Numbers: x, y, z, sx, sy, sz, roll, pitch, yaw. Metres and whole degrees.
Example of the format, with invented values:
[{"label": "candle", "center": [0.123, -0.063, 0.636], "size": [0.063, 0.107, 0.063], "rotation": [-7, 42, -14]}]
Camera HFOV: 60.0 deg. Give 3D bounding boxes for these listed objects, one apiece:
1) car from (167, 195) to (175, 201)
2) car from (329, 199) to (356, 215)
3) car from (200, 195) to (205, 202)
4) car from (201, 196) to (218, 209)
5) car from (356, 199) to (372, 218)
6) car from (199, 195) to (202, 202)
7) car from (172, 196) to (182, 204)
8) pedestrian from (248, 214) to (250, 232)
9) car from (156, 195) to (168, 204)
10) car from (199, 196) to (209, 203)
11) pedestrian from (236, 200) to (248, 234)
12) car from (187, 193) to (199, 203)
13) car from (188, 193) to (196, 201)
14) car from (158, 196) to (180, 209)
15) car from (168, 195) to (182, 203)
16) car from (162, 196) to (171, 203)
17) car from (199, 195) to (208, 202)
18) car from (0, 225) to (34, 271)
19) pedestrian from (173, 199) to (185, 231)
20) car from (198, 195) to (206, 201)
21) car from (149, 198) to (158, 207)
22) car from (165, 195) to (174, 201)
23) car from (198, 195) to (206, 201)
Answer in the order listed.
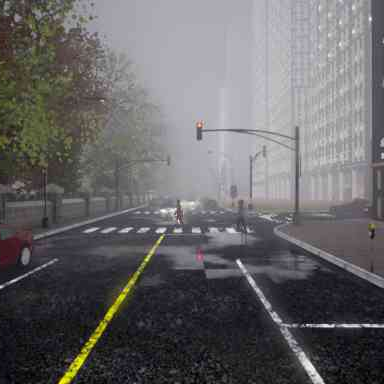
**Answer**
[{"label": "car", "center": [-5.711, 1.636, 91.651], "size": [1.887, 1.381, 4.507], "rotation": [0, 0, 0]}, {"label": "car", "center": [14.599, 1.308, 29.806], "size": [4.181, 1.385, 1.994], "rotation": [-1, 0, 0]}, {"label": "car", "center": [2.679, 1.597, 52.226], "size": [1.947, 1.339, 4.313], "rotation": [0, 0, 0]}, {"label": "car", "center": [2.680, 1.592, 46.594], "size": [1.947, 1.339, 4.313], "rotation": [0, 0, 0]}, {"label": "car", "center": [14.668, 1.282, 24.005], "size": [4.313, 1.339, 1.947], "rotation": [-1, 1, 0]}, {"label": "car", "center": [2.678, 1.604, 57.859], "size": [1.947, 1.339, 4.313], "rotation": [0, 0, 0]}, {"label": "car", "center": [-3.029, 1.577, 68.158], "size": [1.812, 1.442, 4.674], "rotation": [0, 0, 0]}, {"label": "pedestrian", "center": [2.873, 1.299, 18.550], "size": [0.375, 1.860, 0.375], "rotation": [0, 0, 0]}, {"label": "car", "center": [-5.703, 1.485, 63.490], "size": [1.967, 1.590, 4.097], "rotation": [0, 0, 0]}, {"label": "car", "center": [2.675, 1.606, 74.757], "size": [1.887, 1.381, 4.507], "rotation": [0, 0, 0]}, {"label": "pedestrian", "center": [2.662, 1.299, 17.894], "size": [0.375, 1.860, 0.375], "rotation": [0, 0, 0]}, {"label": "car", "center": [-0.017, 1.590, 73.463], "size": [2.033, 1.411, 5.357], "rotation": [0, 0, 0]}, {"label": "car", "center": [-0.020, 1.177, 83.910], "size": [2.150, 2.045, 5.566], "rotation": [0, 0, 0]}, {"label": "car", "center": [-3.100, 1.589, 44.954], "size": [1.994, 1.385, 4.181], "rotation": [0, 0, 0]}, {"label": "car", "center": [-3.098, 1.526, 55.168], "size": [2.128, 1.511, 4.902], "rotation": [0, 0, 0]}, {"label": "car", "center": [-5.706, 1.586, 74.585], "size": [1.752, 1.417, 4.829], "rotation": [0, 0, 0]}, {"label": "car", "center": [2.673, 1.511, 80.389], "size": [1.967, 1.590, 4.097], "rotation": [0, 0, 0]}, {"label": "car", "center": [-5.819, 1.546, 8.673], "size": [1.887, 1.381, 4.507], "rotation": [0, 0, 0]}, {"label": "pedestrian", "center": [-0.751, 1.299, 19.149], "size": [0.375, 1.860, 0.375], "rotation": [0, 0, 0]}, {"label": "car", "center": [2.670, 1.642, 91.653], "size": [2.008, 1.369, 4.403], "rotation": [0, 0, 0]}, {"label": "car", "center": [-5.701, 1.613, 52.224], "size": [1.802, 1.307, 4.206], "rotation": [0, 0, 0]}, {"label": "car", "center": [-5.708, 1.521, 86.018], "size": [1.967, 1.590, 4.097], "rotation": [0, 0, 0]}, {"label": "car", "center": [2.672, 1.521, 86.020], "size": [1.967, 1.590, 4.097], "rotation": [0, 0, 0]}]
